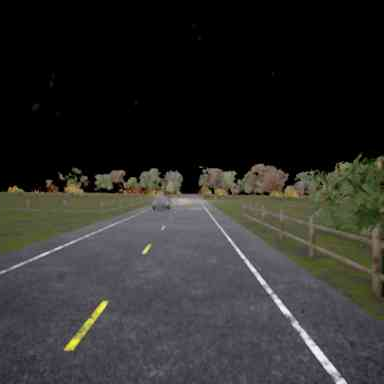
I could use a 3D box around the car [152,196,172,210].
[{"bbox_3d":[-3.595,1.248,40.048,2.097,1.767,4.553,0,0,0],"label":"car"}]
